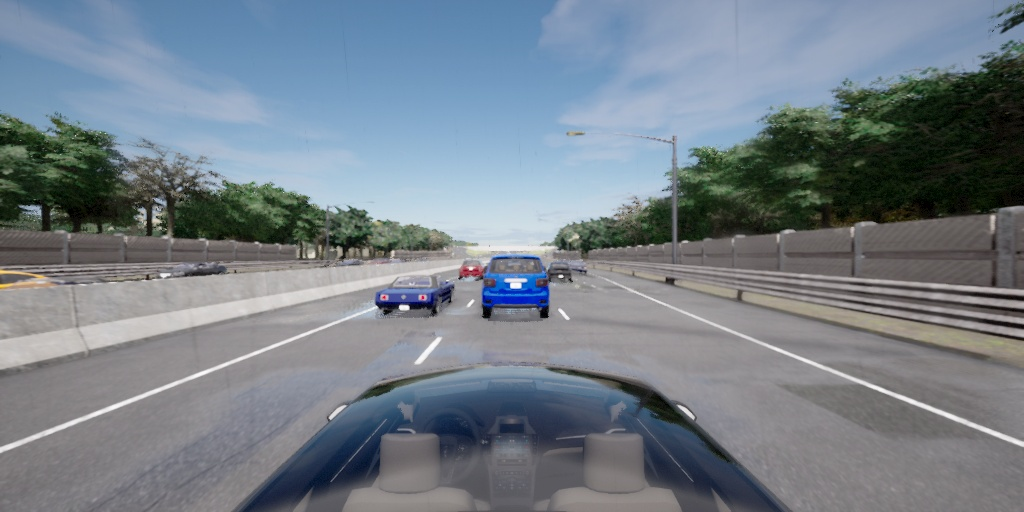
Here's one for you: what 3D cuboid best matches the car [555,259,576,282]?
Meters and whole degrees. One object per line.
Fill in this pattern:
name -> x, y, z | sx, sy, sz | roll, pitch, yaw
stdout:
car -> 3.585, 1.224, 28.462 | 1.837, 1.490, 4.892 | 0, 0, 0

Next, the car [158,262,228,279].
car -> -23.776, 1.210, 26.854 | 2.128, 1.511, 4.902 | 0, 0, -3

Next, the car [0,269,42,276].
car -> -17.584, 1.212, 11.501 | 1.882, 1.535, 5.008 | 0, 0, 0

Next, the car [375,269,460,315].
car -> -3.380, 1.333, 13.497 | 1.895, 1.301, 4.718 | 0, 0, 0

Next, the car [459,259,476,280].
car -> -3.298, 1.070, 31.121 | 2.097, 1.767, 4.553 | 0, 0, 0

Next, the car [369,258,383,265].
car -> -20.720, 1.085, 56.389 | 2.097, 1.767, 4.553 | 0, 0, 1

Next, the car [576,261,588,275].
car -> 7.034, 1.266, 39.206 | 2.033, 1.411, 5.357 | 0, 0, 2

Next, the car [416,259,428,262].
car -> -13.756, 1.235, 54.258 | 1.837, 1.490, 4.892 | 0, 0, 1

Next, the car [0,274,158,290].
car -> -14.087, 1.337, 10.855 | 1.895, 1.301, 4.718 | 0, 0, 0

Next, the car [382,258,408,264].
car -> -17.251, 1.278, 54.220 | 2.033, 1.411, 5.357 | 0, 0, 1

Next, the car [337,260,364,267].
car -> -24.243, 1.277, 54.052 | 2.033, 1.411, 5.357 | 0, 0, 1

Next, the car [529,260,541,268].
car -> 3.883, 1.342, 61.223 | 1.895, 1.301, 4.718 | 0, 0, 1

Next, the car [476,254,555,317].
car -> 0.119, 0.954, 13.167 | 2.150, 2.045, 5.566 | 0, 0, 0
